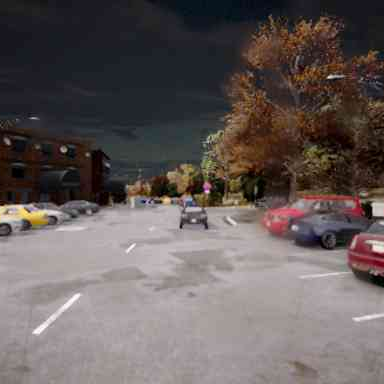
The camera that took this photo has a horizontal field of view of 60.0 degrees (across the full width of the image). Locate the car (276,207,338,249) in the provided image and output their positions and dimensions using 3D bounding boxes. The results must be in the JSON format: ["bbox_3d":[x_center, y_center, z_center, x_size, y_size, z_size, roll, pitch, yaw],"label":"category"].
[{"bbox_3d":[6.427,1.554,14.461,4.792,1.488,2.163,1,0,-20],"label":"car"}]

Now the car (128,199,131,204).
[{"bbox_3d":[-15.754,2.560,91.977,4.892,1.521,2.231,-4,-2,42],"label":"car"}]

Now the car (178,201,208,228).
[{"bbox_3d":[0.108,1.588,22.599,1.812,1.442,4.674,0,0,0],"label":"car"}]

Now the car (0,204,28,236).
[{"bbox_3d":[-11.414,1.573,17.368,4.674,1.452,2.002,-1,0,-20],"label":"car"}]

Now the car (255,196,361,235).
[{"bbox_3d":[6.380,1.281,17.379,5.566,2.045,2.435,1,0,-20],"label":"car"}]

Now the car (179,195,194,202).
[{"bbox_3d":[-0.641,1.743,55.769,2.097,1.535,5.008,0,-1,-1],"label":"car"}]

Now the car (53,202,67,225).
[{"bbox_3d":[-11.413,1.590,23.236,4.674,1.452,2.002,-1,0,-20],"label":"car"}]

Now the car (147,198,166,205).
[{"bbox_3d":[-7.992,2.094,74.919,1.882,1.535,5.008,0,-1,-23],"label":"car"}]

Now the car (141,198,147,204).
[{"bbox_3d":[-11.928,2.361,87.542,2.097,1.535,5.008,-1,0,-41],"label":"car"}]

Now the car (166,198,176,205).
[{"bbox_3d":[-3.453,2.031,72.916,2.231,1.521,4.892,0,-1,-18],"label":"car"}]

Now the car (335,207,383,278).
[{"bbox_3d":[6.374,1.381,8.549,4.553,1.767,2.185,1,0,-20],"label":"car"}]

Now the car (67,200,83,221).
[{"bbox_3d":[-11.418,1.560,26.170,4.892,1.521,2.231,-1,0,-20],"label":"car"}]

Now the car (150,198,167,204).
[{"bbox_3d":[-8.410,2.214,83.086,2.231,1.521,4.892,-1,-1,-35],"label":"car"}]

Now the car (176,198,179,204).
[{"bbox_3d":[-1.001,1.579,61.757,2.435,2.045,5.566,0,-1,-7],"label":"car"}]

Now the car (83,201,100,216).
[{"bbox_3d":[-11.406,1.578,32.033,4.892,1.521,2.231,-1,0,-20],"label":"car"}]

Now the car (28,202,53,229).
[{"bbox_3d":[-11.583,1.541,20.233,5.366,1.575,1.946,-1,0,-20],"label":"car"}]

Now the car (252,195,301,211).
[{"bbox_3d":[9.687,1.252,38.199,4.902,1.511,2.128,-3,0,-10],"label":"car"}]
